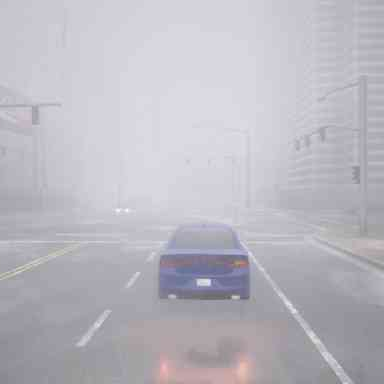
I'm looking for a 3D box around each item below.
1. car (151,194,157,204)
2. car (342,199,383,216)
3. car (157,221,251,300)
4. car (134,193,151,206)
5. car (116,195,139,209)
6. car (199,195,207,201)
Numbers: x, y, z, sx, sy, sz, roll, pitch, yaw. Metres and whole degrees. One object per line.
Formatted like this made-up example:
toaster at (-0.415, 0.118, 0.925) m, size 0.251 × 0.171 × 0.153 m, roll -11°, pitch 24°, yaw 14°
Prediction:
car at (-8.386, 1.548, 66.667) m, size 2.033 × 1.411 × 5.357 m, roll 0°, pitch 0°, yaw 3°
car at (17.234, 1.505, 32.366) m, size 4.892 × 1.490 × 1.837 m, roll 0°, pitch 0°, yaw 2°
car at (0.310, 1.478, 8.462) m, size 1.882 × 1.535 × 5.008 m, roll 0°, pitch 0°, yaw 2°
car at (-8.818, 1.221, 55.559) m, size 2.150 × 2.045 × 5.566 m, roll 0°, pitch 0°, yaw 2°
car at (-9.133, 1.564, 46.216) m, size 1.994 × 1.385 × 4.181 m, roll 0°, pitch 0°, yaw 2°
car at (2.781, 1.524, 86.238) m, size 1.812 × 1.442 × 4.674 m, roll 0°, pitch 0°, yaw 2°
